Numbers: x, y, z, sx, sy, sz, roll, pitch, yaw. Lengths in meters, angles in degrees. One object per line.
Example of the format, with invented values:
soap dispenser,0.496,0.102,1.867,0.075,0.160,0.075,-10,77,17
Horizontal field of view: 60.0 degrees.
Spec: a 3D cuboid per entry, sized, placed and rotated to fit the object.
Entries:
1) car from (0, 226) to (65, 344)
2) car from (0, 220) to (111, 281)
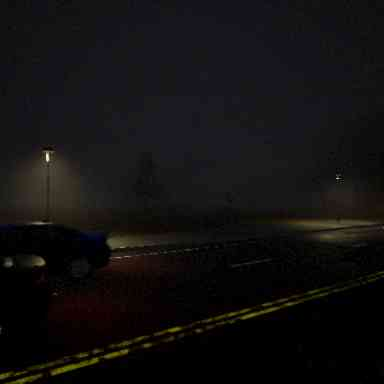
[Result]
car,-4.585,1.466,4.422,5.008,1.535,1.882,1,0,-35
car,-4.585,1.495,8.414,5.008,1.535,1.882,1,-1,-36
